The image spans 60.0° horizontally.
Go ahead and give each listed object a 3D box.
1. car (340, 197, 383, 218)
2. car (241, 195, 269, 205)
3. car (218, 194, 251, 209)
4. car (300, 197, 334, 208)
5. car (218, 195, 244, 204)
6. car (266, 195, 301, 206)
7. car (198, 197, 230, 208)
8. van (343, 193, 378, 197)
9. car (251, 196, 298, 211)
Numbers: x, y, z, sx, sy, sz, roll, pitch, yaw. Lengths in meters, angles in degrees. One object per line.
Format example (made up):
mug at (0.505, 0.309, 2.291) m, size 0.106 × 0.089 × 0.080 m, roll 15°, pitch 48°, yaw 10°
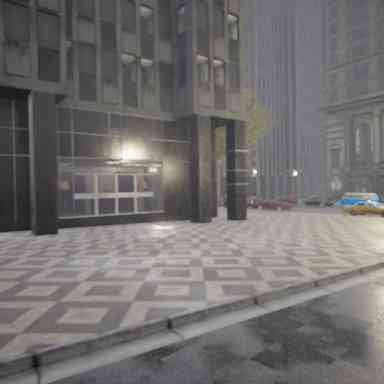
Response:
car at (15.503, 1.419, 28.661) m, size 1.752 × 1.417 × 4.829 m, roll -1°, pitch 1°, yaw -36°
car at (9.658, 1.229, 51.337) m, size 1.802 × 1.307 × 4.206 m, roll -1°, pitch 1°, yaw -36°
car at (6.119, 1.161, 41.668) m, size 2.192 × 1.841 × 5.009 m, roll -1°, pitch 1°, yaw -36°
car at (15.994, 1.243, 42.557) m, size 1.947 × 1.339 × 4.313 m, roll -1°, pitch 1°, yaw -36°
car at (6.491, 1.184, 55.726) m, size 2.008 × 1.369 × 4.403 m, roll -1°, pitch 1°, yaw -36°
car at (12.826, 1.207, 46.946) m, size 1.887 × 1.381 × 4.507 m, roll -1°, pitch 1°, yaw -36°
car at (3.027, 1.383, 45.960) m, size 2.008 × 1.369 × 4.403 m, roll -1°, pitch 1°, yaw -36°
van at (19.159, 1.034, 38.165) m, size 1.690 × 1.788 × 3.998 m, roll -1°, pitch 1°, yaw -36°
car at (9.217, 1.406, 37.382) m, size 1.887 × 1.381 × 4.507 m, roll -1°, pitch 1°, yaw -36°
